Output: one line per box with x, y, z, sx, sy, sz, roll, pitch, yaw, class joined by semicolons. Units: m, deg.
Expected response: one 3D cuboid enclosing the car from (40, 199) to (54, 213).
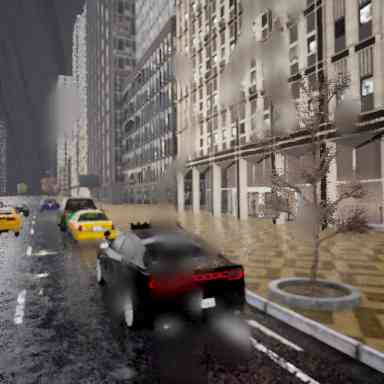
-17.786;1.613;41.581;2.097;1.767;4.553;0;0;-24;car

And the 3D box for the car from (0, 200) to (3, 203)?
-27.245;1.883;46.346;2.033;1.411;5.357;0;0;-24;car

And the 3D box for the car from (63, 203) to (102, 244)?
-5.098;1.546;16.424;1.801;1.575;5.366;0;0;-25;car

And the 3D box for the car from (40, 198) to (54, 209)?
-23.630;1.821;54.089;1.882;1.535;5.008;0;0;-25;car

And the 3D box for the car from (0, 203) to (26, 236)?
-10.871;1.613;19.099;1.882;1.535;5.008;0;0;-25;car

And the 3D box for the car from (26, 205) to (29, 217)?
-17.690;1.795;33.791;1.994;1.385;4.181;0;0;-25;car

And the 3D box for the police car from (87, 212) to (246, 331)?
-0.858;1.457;7.277;1.930;1.638;5.238;0;0;-25;police car

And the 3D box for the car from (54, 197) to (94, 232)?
-7.555;1.350;21.725;2.150;2.045;5.566;0;0;-25;car
